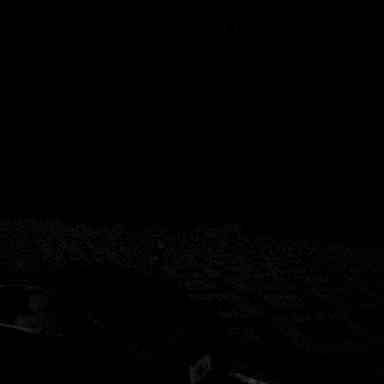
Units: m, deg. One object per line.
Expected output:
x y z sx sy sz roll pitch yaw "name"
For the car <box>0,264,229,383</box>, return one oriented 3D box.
-1.620 1.600 4.119 4.313 1.339 1.947 -1 0 35 "car"
